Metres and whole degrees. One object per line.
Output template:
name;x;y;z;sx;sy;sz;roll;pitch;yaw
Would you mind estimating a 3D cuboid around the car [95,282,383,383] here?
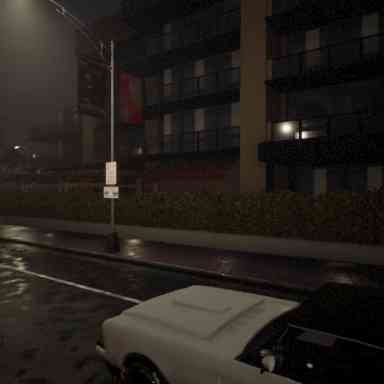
car;1.267;1.601;3.095;4.718;1.301;1.895;0;0;35
